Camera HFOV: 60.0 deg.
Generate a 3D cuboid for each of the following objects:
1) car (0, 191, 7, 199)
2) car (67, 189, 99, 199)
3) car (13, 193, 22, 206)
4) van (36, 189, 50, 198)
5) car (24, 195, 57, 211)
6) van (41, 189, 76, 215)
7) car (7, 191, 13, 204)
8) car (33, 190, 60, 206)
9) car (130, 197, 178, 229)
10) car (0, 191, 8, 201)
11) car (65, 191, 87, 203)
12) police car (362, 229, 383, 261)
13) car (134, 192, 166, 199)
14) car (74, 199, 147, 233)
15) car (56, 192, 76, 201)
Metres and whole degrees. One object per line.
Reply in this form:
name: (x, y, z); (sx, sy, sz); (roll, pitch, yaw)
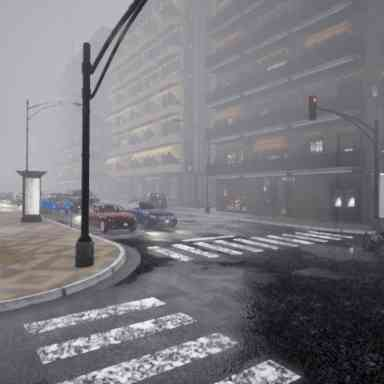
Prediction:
car: (-34.146, 0.469, 58.907); (1.887, 1.381, 4.507); (2, 0, -36)
car: (-9.924, 0.761, 29.619); (2.150, 2.045, 5.566); (1, 0, -36)
car: (-17.643, 0.908, 35.937); (1.887, 1.381, 4.507); (2, 0, -36)
van: (-30.640, 0.259, 68.397); (1.690, 1.788, 3.998); (2, 0, -36)
car: (-14.342, 0.996, 31.344); (1.887, 1.381, 4.507); (2, 0, -36)
van: (-11.036, 0.880, 26.750); (1.690, 1.788, 3.998); (2, 0, -36)
car: (-20.844, 0.804, 40.394); (1.752, 1.417, 4.829); (2, 0, -36)
car: (-17.731, 0.682, 40.533); (2.097, 1.767, 4.553); (1, 0, -35)
car: (-2.678, 1.257, 19.528); (1.812, 1.442, 4.674); (1, 1, -36)
car: (-27.541, 0.540, 49.719); (1.967, 1.590, 4.097); (2, 0, -36)
car: (-17.440, 0.709, 50.021); (1.967, 1.590, 4.097); (2, 0, -36)
police car: (7.912, 1.508, 10.087); (2.038, 1.542, 4.974); (0, 0, -36)
car: (-4.234, 0.935, 31.645); (2.192, 1.841, 5.009); (2, 0, -36)
car: (-4.441, 1.260, 17.562); (1.887, 1.381, 4.507); (2, 0, -36)
car: (-20.744, 0.747, 54.615); (1.947, 1.339, 4.313); (2, 0, -36)
